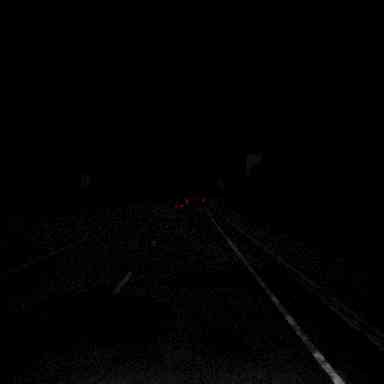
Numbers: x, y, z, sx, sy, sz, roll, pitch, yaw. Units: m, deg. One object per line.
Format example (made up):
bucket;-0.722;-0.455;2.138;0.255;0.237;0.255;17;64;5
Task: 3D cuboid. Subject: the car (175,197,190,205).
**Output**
car;-2.267;1.873;67.639;2.128;1.511;4.902;0;0;4

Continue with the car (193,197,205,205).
car;1.255;1.848;67.872;1.882;1.535;5.008;0;0;4

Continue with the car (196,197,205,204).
car;2.023;1.860;78.072;1.882;1.535;5.008;0;0;5

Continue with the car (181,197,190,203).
car;-1.499;1.887;77.966;1.812;1.442;4.674;0;0;5
